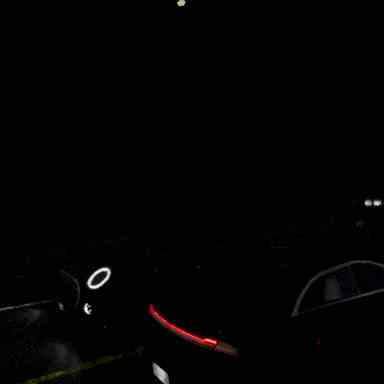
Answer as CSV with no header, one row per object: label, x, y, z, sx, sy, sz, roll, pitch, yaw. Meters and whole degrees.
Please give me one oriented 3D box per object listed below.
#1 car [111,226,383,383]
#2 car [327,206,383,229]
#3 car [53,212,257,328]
car,1.685,1.489,4.514,4.902,1.511,2.128,0,0,-35
car,8.456,1.435,16.440,4.097,1.590,1.967,0,-1,-35
car,-0.396,1.351,6.959,4.553,1.767,2.097,0,0,-35
